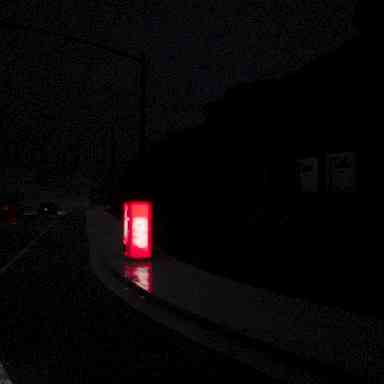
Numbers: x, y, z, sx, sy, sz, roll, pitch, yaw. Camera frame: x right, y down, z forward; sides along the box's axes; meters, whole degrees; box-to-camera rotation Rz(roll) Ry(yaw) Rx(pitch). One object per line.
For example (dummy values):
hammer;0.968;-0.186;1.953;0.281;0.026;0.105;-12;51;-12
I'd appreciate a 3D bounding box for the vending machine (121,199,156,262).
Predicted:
vending machine;-1.928;1.317;11.844;1.100;2.100;0.880;0;-1;-18

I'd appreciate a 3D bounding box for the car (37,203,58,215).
car;-16.963;1.937;39.091;1.994;1.385;4.181;0;-1;-18

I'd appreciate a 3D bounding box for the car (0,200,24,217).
car;-19.625;1.689;35.976;2.097;1.767;4.553;0;-1;-18
